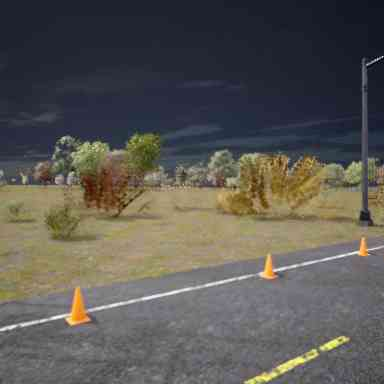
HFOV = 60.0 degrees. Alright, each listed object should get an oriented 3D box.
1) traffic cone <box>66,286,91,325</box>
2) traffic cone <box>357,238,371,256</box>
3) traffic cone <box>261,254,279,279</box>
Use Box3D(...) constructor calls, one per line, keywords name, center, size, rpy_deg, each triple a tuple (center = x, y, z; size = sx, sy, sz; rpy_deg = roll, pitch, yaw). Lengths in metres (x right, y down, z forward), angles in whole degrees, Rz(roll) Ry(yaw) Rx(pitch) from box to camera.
Box3D(name="traffic cone", center=(-1.987, 1.954, 5.830), size=(0.340, 0.580, 0.340), rpy_deg=(0, 0, -36))
Box3D(name="traffic cone", center=(6.042, 1.915, 11.708), size=(0.340, 0.580, 0.340), rpy_deg=(0, 0, -37))
Box3D(name="traffic cone", center=(2.039, 1.935, 8.752), size=(0.340, 0.580, 0.340), rpy_deg=(0, 0, -36))
